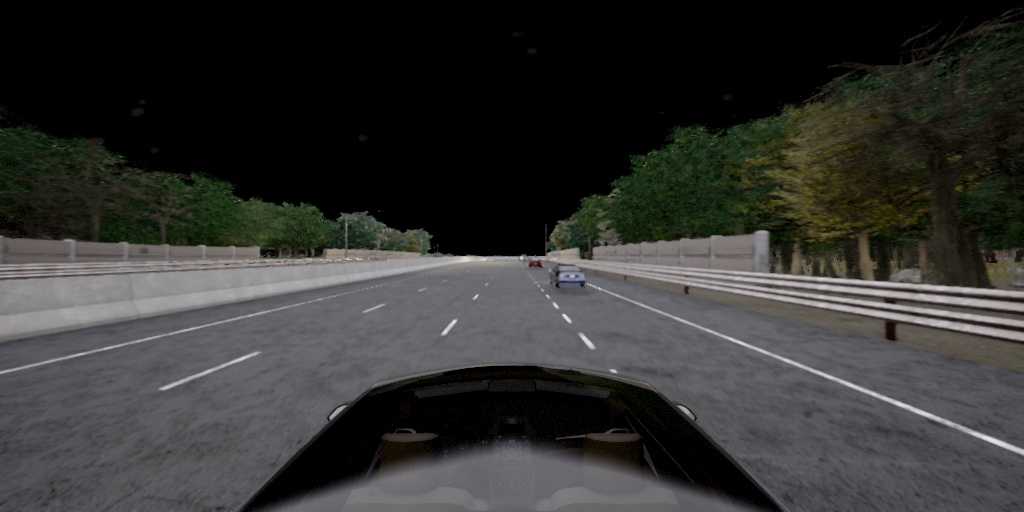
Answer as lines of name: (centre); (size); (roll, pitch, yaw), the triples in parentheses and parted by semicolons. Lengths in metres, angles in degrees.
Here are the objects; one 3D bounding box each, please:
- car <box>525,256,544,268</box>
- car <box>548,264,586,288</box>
car: (3.514, 1.000, 55.579); (1.882, 1.535, 5.008); (0, 0, 0)
car: (3.505, 1.229, 23.367); (2.033, 1.411, 5.357); (0, 0, 0)
